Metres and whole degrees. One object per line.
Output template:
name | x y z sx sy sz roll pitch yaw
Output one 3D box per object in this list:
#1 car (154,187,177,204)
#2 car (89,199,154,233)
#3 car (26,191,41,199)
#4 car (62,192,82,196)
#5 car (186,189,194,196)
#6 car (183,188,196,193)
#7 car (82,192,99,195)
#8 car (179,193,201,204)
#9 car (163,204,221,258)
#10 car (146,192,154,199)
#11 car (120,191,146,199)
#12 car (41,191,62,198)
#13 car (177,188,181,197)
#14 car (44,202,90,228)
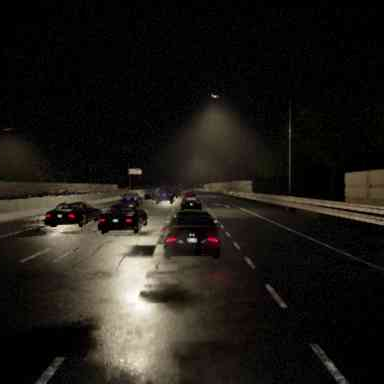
car | -3.679 0.521 46.591 2.150 2.045 5.566 0 1 0
car | -3.516 1.319 17.739 2.033 1.411 5.357 0 1 0
car | -28.321 0.594 60.539 2.128 1.511 4.902 0 1 -1
car | -21.337 0.640 60.570 1.994 1.385 4.181 0 1 0
car | -0.617 0.171 82.563 1.882 1.535 5.008 0 1 -1
car | -0.322 0.414 60.867 2.097 1.767 4.553 0 1 -1
car | -17.837 0.678 60.592 1.895 1.301 4.718 0 1 0
car | -0.082 1.084 32.951 1.994 1.385 4.181 0 1 0
car | -0.004 1.408 12.145 2.033 1.411 5.357 0 1 0
car | -7.287 0.666 57.713 2.033 1.411 5.357 0 1 -1
car | -7.122 0.773 39.280 2.097 1.767 4.553 0 1 0
car | -24.831 0.593 60.500 2.128 1.511 4.902 0 1 0
car | -3.911 0.506 68.113 1.994 1.385 4.181 0 1 -1
car | -7.023 1.281 20.136 2.033 1.411 5.357 0 1 0
